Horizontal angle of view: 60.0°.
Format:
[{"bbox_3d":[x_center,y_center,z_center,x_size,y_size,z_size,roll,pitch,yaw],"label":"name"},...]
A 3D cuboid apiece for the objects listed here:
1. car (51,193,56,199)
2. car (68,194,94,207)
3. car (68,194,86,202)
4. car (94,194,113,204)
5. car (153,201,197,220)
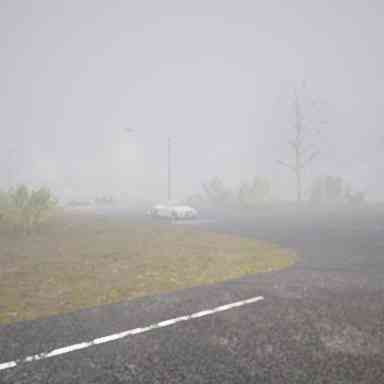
[{"bbox_3d":[-34.295,1.040,82.191,1.882,1.535,5.008,0,0,-37],"label":"car"},{"bbox_3d":[-15.575,1.377,45.959,1.994,1.385,4.181,0,0,-37],"label":"car"},{"bbox_3d":[-23.649,1.189,68.164,2.128,1.511,4.902,0,0,-37],"label":"car"},{"bbox_3d":[-15.285,1.111,57.146,2.097,1.767,4.553,0,0,-37],"label":"car"},{"bbox_3d":[-1.555,1.452,27.480,1.812,1.442,4.674,0,0,-37],"label":"car"}]
